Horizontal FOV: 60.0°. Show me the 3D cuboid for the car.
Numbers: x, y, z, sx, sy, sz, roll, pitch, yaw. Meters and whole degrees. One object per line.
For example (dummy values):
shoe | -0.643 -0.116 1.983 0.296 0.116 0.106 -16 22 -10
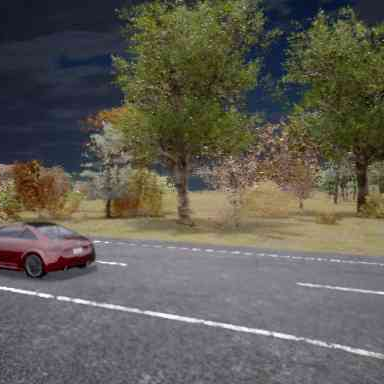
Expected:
car | -4.954 1.578 9.932 4.181 1.385 1.994 0 -1 24
